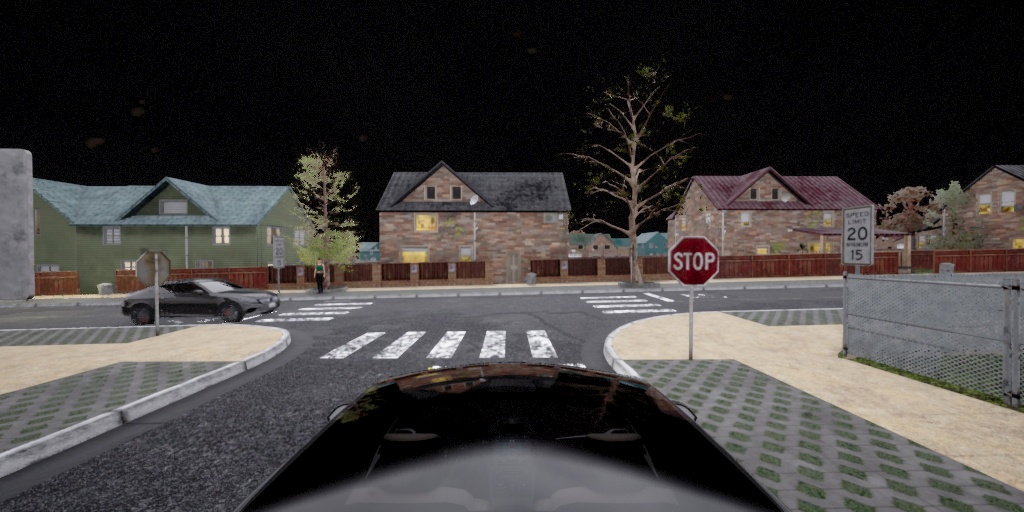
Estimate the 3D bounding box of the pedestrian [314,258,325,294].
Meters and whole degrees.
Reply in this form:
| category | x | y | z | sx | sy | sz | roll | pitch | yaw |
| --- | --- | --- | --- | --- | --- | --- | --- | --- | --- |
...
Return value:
| category | x | y | z | sx | sy | sz | roll | pitch | yaw |
| --- | --- | --- | --- | --- | --- | --- | --- | --- | --- |
| pedestrian | -9.829 | 1.001 | 18.338 | 0.375 | 1.860 | 0.375 | 0 | 2 | -1 |

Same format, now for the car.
| category | x | y | z | sx | sy | sz | roll | pitch | yaw |
| --- | --- | --- | --- | --- | --- | --- | --- | --- | --- |
| car | -10.705 | 1.497 | 12.474 | 4.674 | 1.442 | 1.812 | -1 | 1 | -1 |
